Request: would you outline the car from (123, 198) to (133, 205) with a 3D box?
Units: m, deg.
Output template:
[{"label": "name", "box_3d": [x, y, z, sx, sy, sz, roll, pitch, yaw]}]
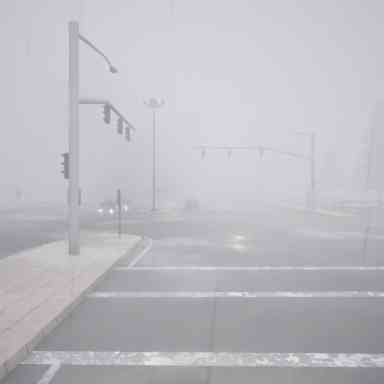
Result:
[{"label": "car", "box_3d": [-11.568, 1.601, 57.168, 1.895, 1.301, 4.718, 0, 0, 0]}]

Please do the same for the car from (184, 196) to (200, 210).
[{"label": "car", "box_3d": [-0.029, 1.526, 43.519, 1.812, 1.442, 4.674, 0, 0, 0]}]

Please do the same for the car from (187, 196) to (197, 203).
[{"label": "car", "box_3d": [-0.045, 1.564, 68.954, 1.994, 1.385, 4.181, 0, 0, 0]}]

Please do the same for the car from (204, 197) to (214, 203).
[{"label": "car", "box_3d": [3.455, 1.601, 68.987, 1.895, 1.301, 4.718, 0, 0, 0]}]

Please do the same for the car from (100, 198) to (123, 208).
[{"label": "car", "box_3d": [-11.572, 1.601, 47.180, 1.895, 1.301, 4.718, 0, 0, 1]}]
